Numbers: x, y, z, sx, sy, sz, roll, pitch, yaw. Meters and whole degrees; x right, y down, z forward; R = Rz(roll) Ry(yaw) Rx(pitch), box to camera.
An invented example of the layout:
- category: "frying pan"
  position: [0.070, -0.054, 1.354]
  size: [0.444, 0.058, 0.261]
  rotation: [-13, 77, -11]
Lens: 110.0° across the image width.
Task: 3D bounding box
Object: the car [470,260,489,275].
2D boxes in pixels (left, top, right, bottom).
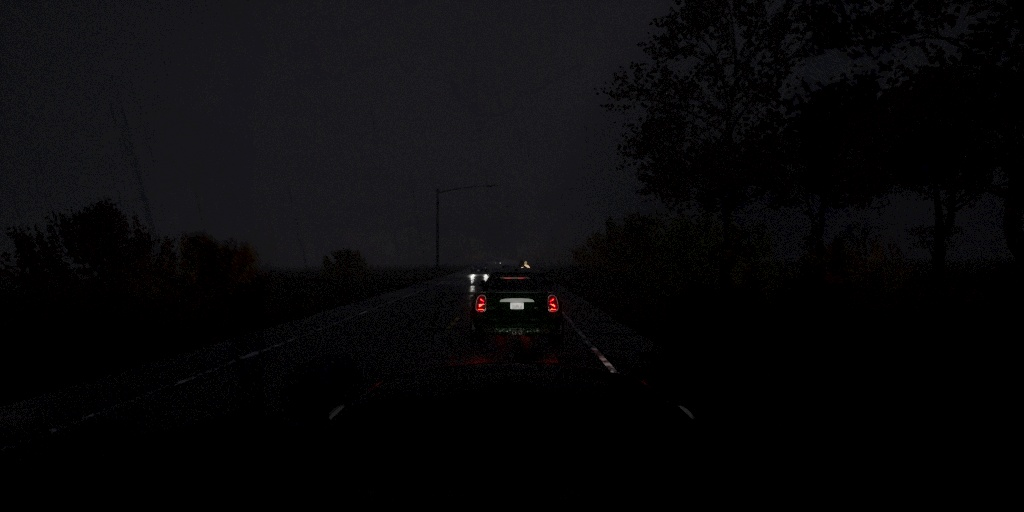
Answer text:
- category: "car"
  position: [-3.634, 1.262, 40.733]
  size: [1.812, 1.442, 4.674]
  rotation: [0, 0, 0]

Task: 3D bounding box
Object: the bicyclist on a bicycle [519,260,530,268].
- category: "bicyclist on a bicycle"
  position: [0.971, 1.177, 25.710]
  size: [0.866, 1.612, 1.509]
  rotation: [0, 0, 1]

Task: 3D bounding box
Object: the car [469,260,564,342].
- category: "car"
  position: [0.112, 1.099, 9.888]
  size: [2.097, 1.767, 4.553]
  rotation: [0, 0, 0]
